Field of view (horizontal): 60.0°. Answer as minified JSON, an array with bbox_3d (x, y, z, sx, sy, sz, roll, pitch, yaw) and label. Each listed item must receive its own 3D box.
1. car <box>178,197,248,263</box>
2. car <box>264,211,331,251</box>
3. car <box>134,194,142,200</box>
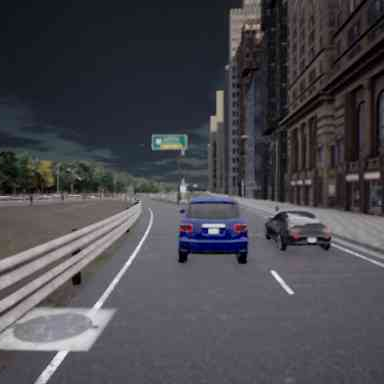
[{"bbox_3d":[0.700,1.198,12.100,2.150,2.045,5.566,0,0,2],"label":"car"},{"bbox_3d":[4.256,1.498,13.883,1.812,1.442,4.674,0,0,2],"label":"car"},{"bbox_3d":[-13.269,1.160,81.319,2.033,1.411,5.357,0,0,-14],"label":"car"}]
